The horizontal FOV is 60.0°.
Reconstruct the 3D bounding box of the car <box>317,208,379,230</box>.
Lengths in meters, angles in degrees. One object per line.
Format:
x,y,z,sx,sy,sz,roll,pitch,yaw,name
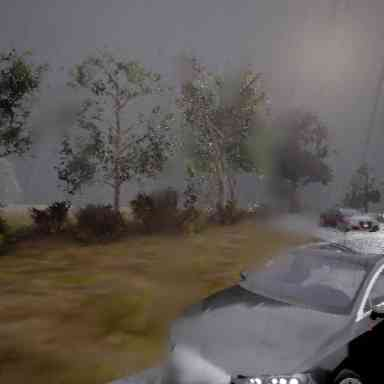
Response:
9.577,1.711,20.738,1.994,1.385,4.181,0,0,-6,car

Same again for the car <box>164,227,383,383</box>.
1.918,1.522,4.494,4.902,1.511,2.128,1,0,-39,car
